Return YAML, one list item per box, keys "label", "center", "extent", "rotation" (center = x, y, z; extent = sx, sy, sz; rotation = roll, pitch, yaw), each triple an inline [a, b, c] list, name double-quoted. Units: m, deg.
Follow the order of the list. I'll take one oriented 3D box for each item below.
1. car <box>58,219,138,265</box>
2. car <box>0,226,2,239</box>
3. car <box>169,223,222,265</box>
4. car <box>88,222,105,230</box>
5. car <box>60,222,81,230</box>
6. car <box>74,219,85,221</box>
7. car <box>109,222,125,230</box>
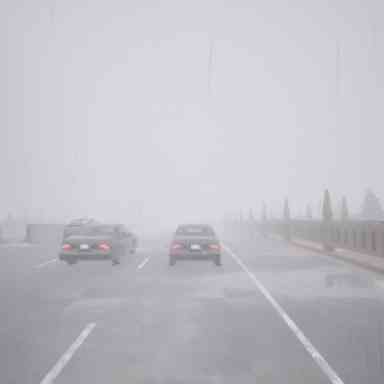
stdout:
- label: "car"
  center: [-3.398, 1.922, 13.013]
  extent: [2.033, 1.411, 5.357]
  rotation: [0, -3, 0]
- label: "car"
  center: [-14.093, 2.299, 20.928]
  extent: [2.097, 1.767, 4.553]
  rotation: [0, -5, 0]
- label: "car"
  center: [0.102, 1.919, 12.964]
  extent: [2.033, 1.411, 5.357]
  rotation: [0, -3, 0]
- label: "car"
  center: [-17.540, 6.184, 61.306]
  extent: [1.812, 1.442, 4.674]
  rotation: [0, -5, 0]
- label: "car"
  center: [-21.031, 5.855, 57.731]
  extent: [1.812, 1.442, 4.674]
  rotation: [0, -5, 1]
- label: "car"
  center: [-6.897, 2.541, 22.075]
  extent: [2.128, 1.511, 4.902]
  rotation: [0, -5, 0]
- label: "car"
  center: [-14.014, 6.286, 62.014]
  extent: [1.994, 1.385, 4.181]
  rotation: [0, -5, 0]
